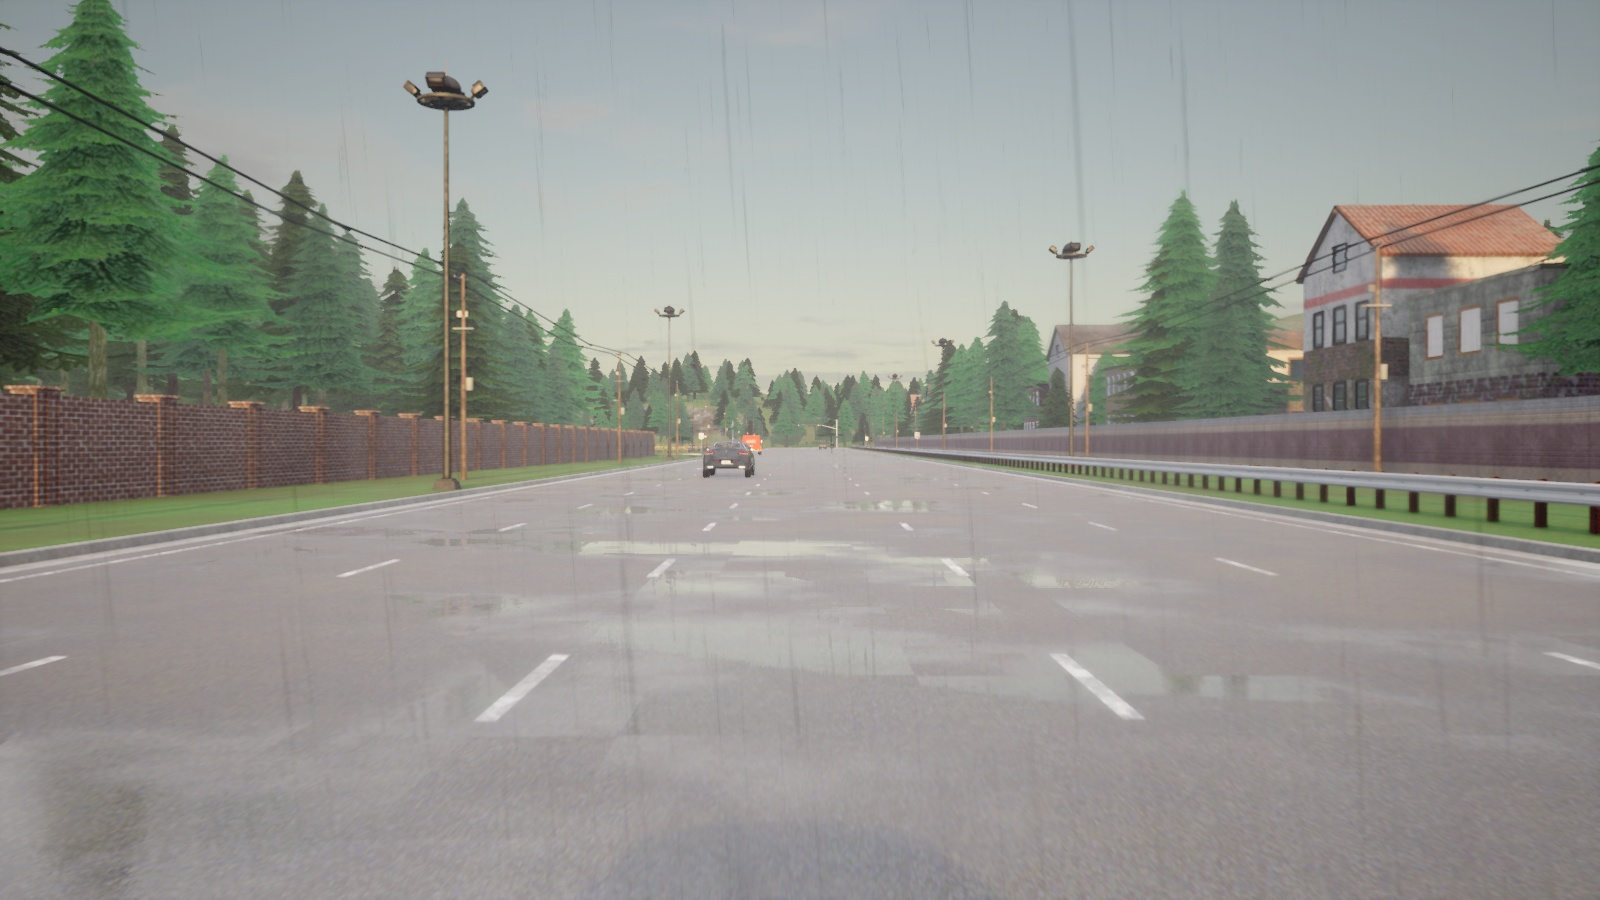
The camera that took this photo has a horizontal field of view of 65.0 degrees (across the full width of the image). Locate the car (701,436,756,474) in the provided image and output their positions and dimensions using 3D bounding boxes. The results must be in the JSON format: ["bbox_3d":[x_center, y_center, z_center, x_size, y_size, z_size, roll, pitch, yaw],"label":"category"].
[{"bbox_3d":[-3.162,0.205,56.416,2.152,1.651,5.027,0,0,0],"label":"car"}]
